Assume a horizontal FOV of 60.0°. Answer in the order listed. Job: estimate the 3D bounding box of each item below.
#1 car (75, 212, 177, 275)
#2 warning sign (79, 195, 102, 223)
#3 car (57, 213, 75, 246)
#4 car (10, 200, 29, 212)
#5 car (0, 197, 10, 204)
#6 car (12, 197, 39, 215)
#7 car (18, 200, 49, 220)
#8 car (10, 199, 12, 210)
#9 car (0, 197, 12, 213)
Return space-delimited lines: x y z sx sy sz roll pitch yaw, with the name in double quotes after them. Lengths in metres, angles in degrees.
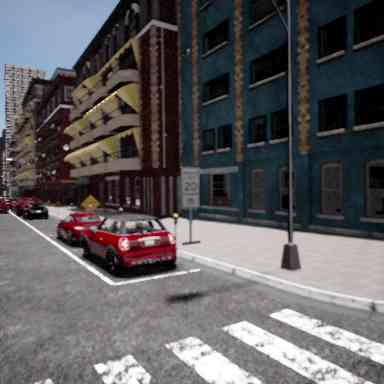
-2.176 1.420 10.720 1.967 1.590 4.097 -2 1 -32 "car"
-7.017 1.122 23.028 1.300 1.860 1.060 -1 1 -32 "warning sign"
-5.103 1.595 15.433 1.802 1.307 4.206 -2 1 -32 "car"
-22.679 1.788 43.709 1.802 1.307 4.206 -2 1 -32 "car"
-43.271 1.951 76.844 1.752 1.417 4.829 -2 1 -32 "car"
-16.830 1.457 34.279 2.192 1.841 5.009 -2 1 -32 "car"
-13.893 1.675 29.569 1.947 1.339 4.313 -2 1 -32 "car"
-19.751 1.725 38.995 2.008 1.369 4.403 -2 1 -32 "car"
-22.629 1.711 38.970 1.882 1.535 5.008 -1 0 -32 "car"
